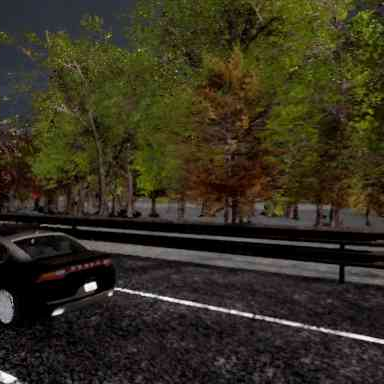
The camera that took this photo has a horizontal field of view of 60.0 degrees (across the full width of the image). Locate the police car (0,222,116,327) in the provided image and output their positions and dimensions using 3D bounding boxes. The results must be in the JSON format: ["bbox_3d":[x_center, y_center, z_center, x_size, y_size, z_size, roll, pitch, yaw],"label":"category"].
[{"bbox_3d":[-3.971,1.500,7.266,5.238,1.638,1.930,-1,0,32],"label":"police car"}]
